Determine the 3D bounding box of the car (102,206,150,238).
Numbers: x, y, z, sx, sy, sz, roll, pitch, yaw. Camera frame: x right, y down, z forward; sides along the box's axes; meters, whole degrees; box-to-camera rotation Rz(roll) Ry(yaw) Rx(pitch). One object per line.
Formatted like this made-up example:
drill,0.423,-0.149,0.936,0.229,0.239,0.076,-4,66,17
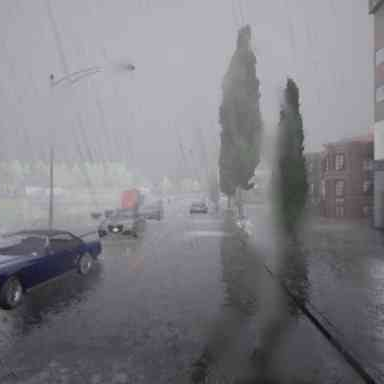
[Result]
car,-3.760,1.701,18.487,1.994,1.385,4.181,0,0,1

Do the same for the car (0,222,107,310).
car,-4.095,1.662,8.203,1.895,1.301,4.718,0,0,11

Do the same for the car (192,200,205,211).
car,0.924,1.889,48.900,1.812,1.442,4.674,0,0,2

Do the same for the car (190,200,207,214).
car,0.762,1.853,38.928,1.994,1.385,4.181,0,0,2

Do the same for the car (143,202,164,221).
car,-3.560,1.718,29.269,1.837,1.490,4.892,0,1,1
